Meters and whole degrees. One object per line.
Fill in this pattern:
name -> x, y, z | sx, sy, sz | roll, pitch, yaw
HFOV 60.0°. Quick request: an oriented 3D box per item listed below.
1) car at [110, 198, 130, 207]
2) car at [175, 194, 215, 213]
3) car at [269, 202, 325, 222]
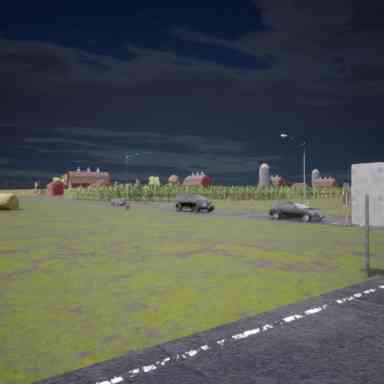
car -> -11.888, 1.651, 54.928 | 1.994, 1.385, 4.181 | -1, 0, -35
car -> 0.194, 1.270, 37.856 | 2.150, 2.045, 5.566 | -1, 1, -36
car -> 8.351, 1.556, 26.883 | 1.812, 1.442, 4.674 | -1, 0, -37
